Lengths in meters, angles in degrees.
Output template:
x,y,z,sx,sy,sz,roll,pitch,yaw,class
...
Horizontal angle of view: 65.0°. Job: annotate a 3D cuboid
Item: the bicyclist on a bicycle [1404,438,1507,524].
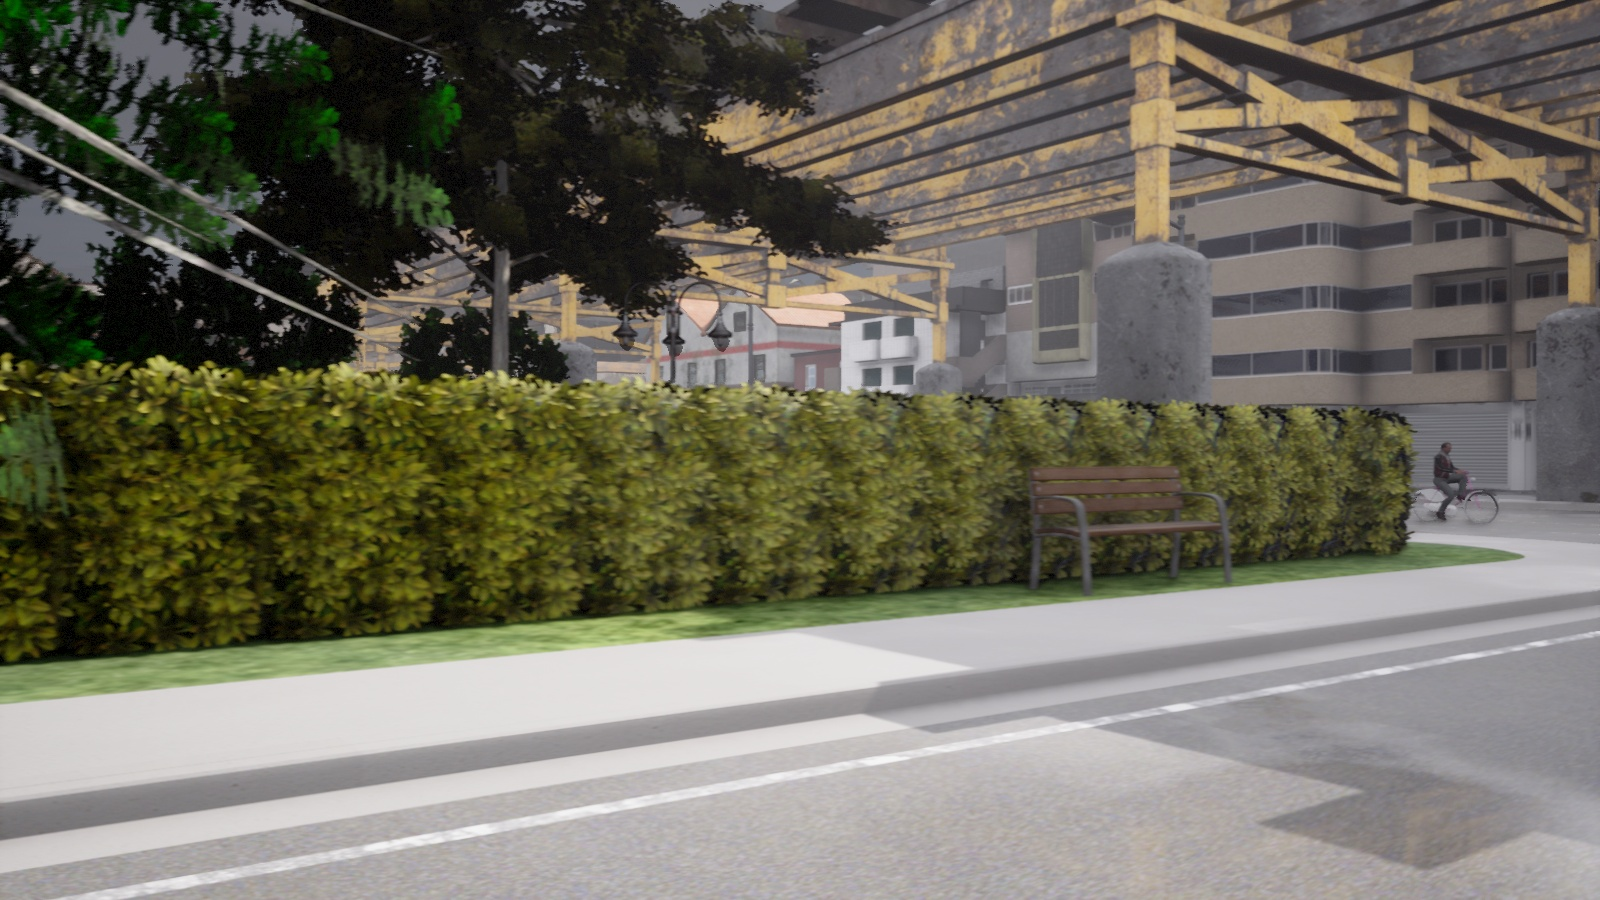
x,y,z,sx,sy,sz,roll,pitch,yaw,class
14.083,0.652,27.024,0.659,1.776,1.843,0,0,-35,bicyclist on a bicycle
